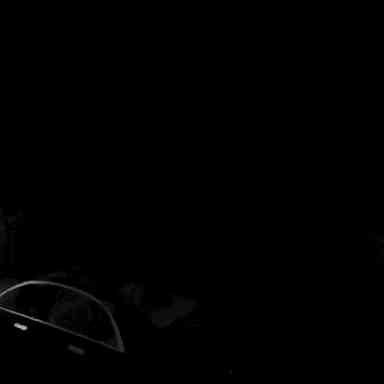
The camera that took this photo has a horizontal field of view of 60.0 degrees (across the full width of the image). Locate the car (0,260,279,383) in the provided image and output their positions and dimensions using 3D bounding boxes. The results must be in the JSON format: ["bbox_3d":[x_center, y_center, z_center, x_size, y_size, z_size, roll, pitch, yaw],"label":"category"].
[{"bbox_3d":[-1.220,1.510,3.931,4.403,1.369,2.008,1,1,35],"label":"car"}]
